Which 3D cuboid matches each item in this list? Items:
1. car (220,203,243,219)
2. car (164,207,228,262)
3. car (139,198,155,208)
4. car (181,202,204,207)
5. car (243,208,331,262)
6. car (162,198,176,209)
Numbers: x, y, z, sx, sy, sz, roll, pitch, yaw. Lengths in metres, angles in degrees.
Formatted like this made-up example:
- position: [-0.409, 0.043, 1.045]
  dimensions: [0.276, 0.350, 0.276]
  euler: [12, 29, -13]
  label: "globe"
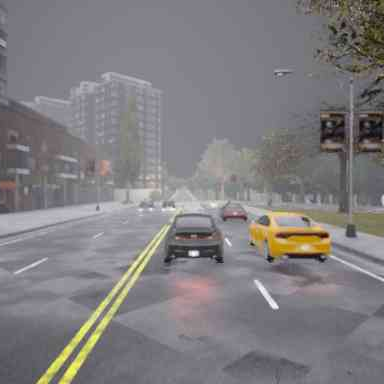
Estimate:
- position: [3.311, 1.586, 27.373]
  dimensions: [1.994, 1.385, 4.181]
  euler: [0, 0, 0]
  label: "car"
- position: [0.068, 1.503, 11.992]
  dimensions: [1.837, 1.490, 4.892]
  euler: [0, 0, 0]
  label: "car"
- position: [-6.601, 1.627, 49.061]
  dimensions: [1.812, 1.442, 4.674]
  euler: [0, 0, 0]
  label: "car"
- position: [0.063, 1.549, 27.866]
  dimensions: [1.812, 1.442, 4.674]
  euler: [0, 0, 0]
  label: "car"
- position: [3.316, 1.474, 12.195]
  dimensions: [1.882, 1.535, 5.008]
  euler: [0, 0, 0]
  label: "car"
- position: [-3.355, 1.647, 48.796]
  dimensions: [2.033, 1.411, 5.357]
  euler: [0, 0, 0]
  label: "car"
